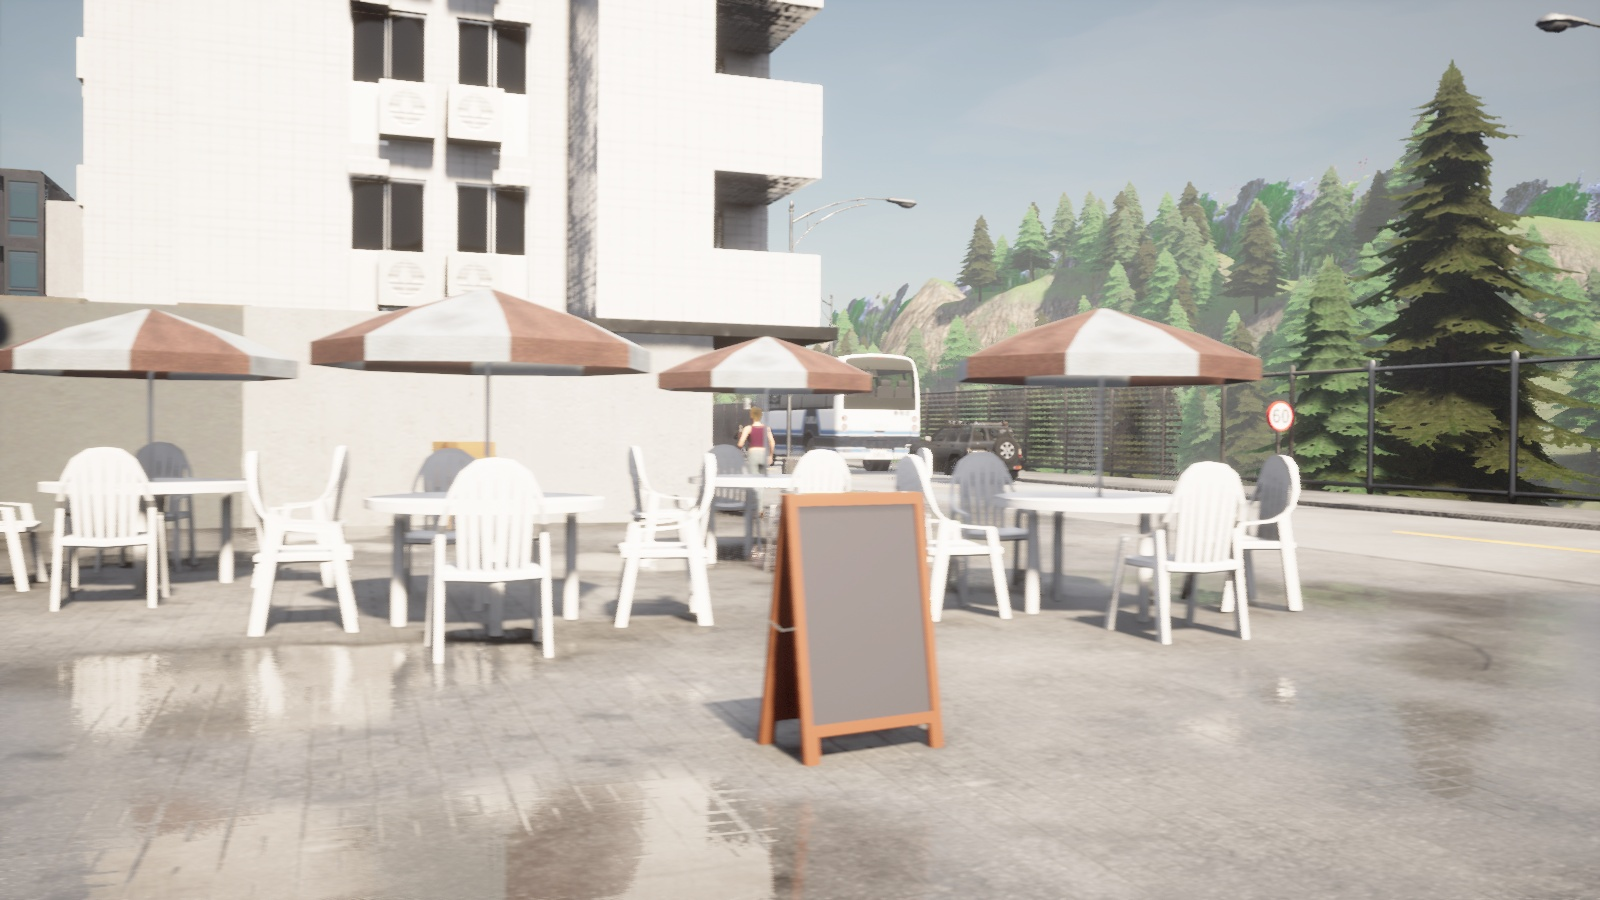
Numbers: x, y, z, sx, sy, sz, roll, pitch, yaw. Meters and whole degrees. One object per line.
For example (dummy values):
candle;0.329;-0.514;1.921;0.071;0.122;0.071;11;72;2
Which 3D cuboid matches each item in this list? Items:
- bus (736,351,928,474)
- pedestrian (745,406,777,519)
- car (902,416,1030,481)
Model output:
bus;0.943;-1.381;48.944;3.944;4.253;10.273;-1;1;-20
pedestrian;-0.644;0.200;20.682;0.345;1.836;0.594;-1;1;-19
car;4.942;-0.058;38.096;1.932;1.855;4.605;-1;1;-20
